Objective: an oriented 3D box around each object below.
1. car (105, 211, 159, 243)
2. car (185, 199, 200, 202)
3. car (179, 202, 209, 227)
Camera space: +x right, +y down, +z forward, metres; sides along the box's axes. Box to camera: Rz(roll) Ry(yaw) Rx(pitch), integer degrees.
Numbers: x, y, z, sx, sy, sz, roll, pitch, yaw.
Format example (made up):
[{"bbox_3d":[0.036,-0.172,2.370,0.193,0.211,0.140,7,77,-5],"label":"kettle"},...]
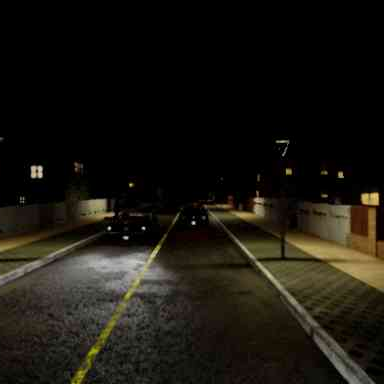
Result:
[{"bbox_3d":[-2.746,1.606,16.104,1.895,1.301,4.718,0,0,0],"label":"car"},{"bbox_3d":[0.110,1.568,40.880,1.812,1.442,4.674,0,0,0],"label":"car"},{"bbox_3d":[0.105,1.612,22.797,1.895,1.301,4.718,0,0,0],"label":"car"}]
